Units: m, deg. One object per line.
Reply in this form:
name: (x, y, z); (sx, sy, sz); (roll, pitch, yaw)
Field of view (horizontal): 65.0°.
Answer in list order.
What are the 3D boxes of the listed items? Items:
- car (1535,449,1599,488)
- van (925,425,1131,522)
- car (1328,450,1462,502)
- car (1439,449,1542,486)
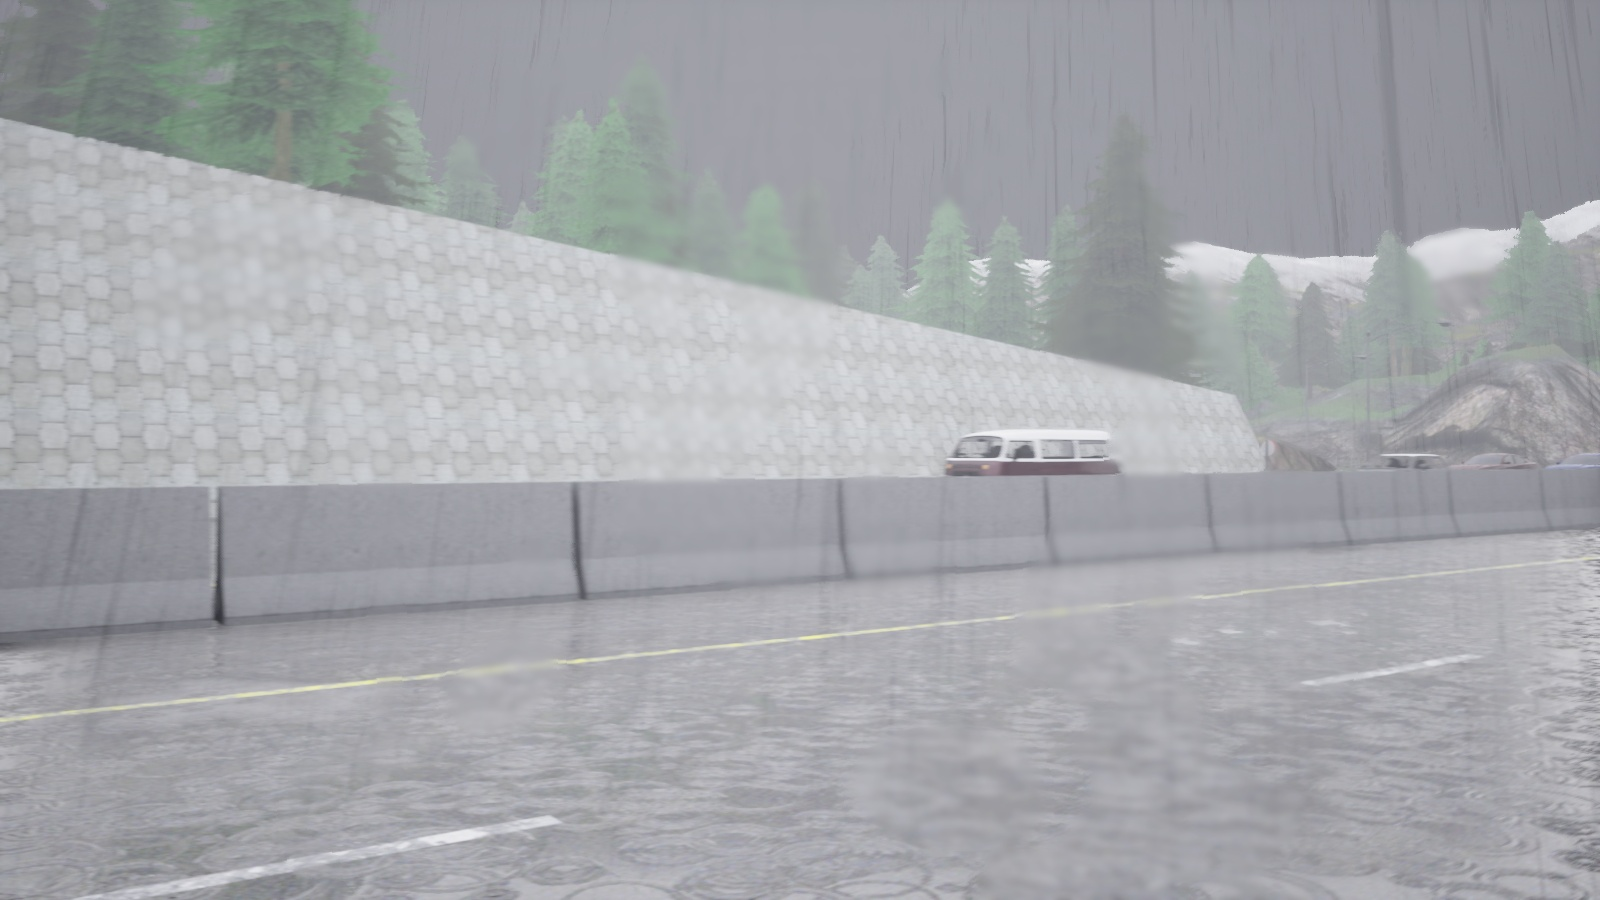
car: (32.644, 0.734, 51.967); (5.008, 1.535, 1.882); (0, 0, -35)
van: (5.228, 0.512, 28.621); (4.480, 2.038, 2.069); (0, 0, -35)
car: (17.691, 0.735, 37.295); (3.806, 1.475, 1.970); (0, 0, -35)
car: (29.917, 0.747, 54.334); (5.008, 1.535, 1.882); (0, 0, -35)
